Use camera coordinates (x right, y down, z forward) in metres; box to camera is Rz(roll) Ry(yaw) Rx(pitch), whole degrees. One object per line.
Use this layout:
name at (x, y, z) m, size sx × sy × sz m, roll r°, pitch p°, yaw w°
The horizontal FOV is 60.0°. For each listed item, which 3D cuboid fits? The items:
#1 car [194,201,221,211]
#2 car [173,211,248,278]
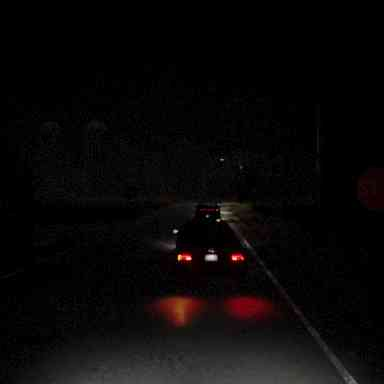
car at (1.205, 1.441, 25.433) m, size 2.128 × 1.511 × 4.902 m, roll 0°, pitch 0°, yaw 3°
car at (0.398, 1.527, 10.012) m, size 2.033 × 1.411 × 5.357 m, roll 0°, pitch 0°, yaw -1°
